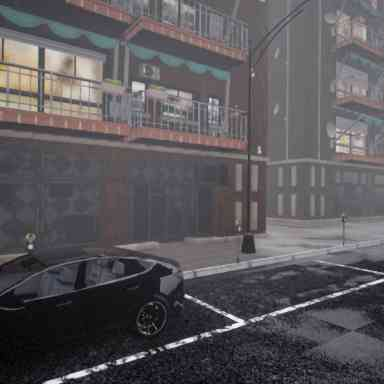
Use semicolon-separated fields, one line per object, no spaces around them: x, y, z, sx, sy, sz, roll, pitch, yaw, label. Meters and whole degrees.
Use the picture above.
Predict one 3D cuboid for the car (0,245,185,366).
-2.117;1.566;5.029;4.313;1.339;1.947;0;1;-35;car
